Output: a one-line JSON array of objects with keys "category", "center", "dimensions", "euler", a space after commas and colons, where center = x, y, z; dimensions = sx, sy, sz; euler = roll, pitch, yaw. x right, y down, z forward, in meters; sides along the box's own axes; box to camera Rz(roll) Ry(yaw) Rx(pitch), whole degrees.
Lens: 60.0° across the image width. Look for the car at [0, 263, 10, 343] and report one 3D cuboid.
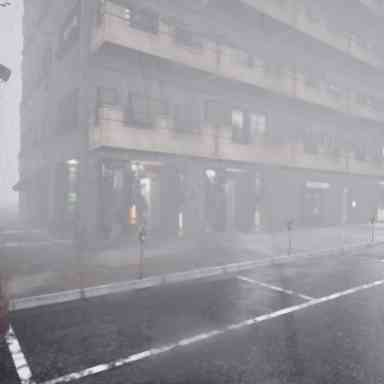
[{"category": "car", "center": [-4.605, 1.302, 3.256], "dimensions": [5.009, 1.841, 2.192], "euler": [0, 1, -35]}]
